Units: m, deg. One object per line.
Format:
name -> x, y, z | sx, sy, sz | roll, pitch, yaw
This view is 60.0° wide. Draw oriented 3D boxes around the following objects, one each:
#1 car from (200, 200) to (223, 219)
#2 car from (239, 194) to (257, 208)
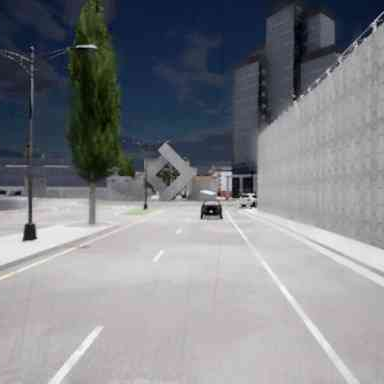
car -> 1.769, 1.503, 30.097 | 1.882, 1.535, 5.008 | 1, 0, 4
car -> 9.473, 1.328, 49.611 | 5.566, 2.045, 2.150 | 1, 0, -40
